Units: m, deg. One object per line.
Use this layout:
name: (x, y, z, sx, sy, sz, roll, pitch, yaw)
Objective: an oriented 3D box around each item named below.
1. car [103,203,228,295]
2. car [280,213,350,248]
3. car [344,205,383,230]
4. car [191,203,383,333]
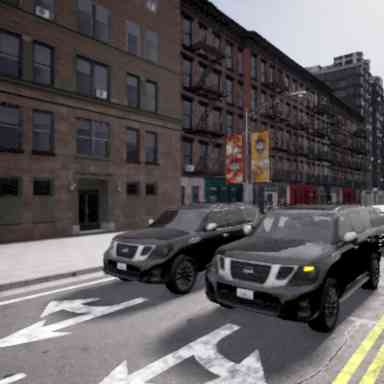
car: (0.182, 1.367, 9.665, 2.150, 2.045, 5.566, -1, -1, 40)
car: (6.471, 1.853, 17.156, 1.895, 1.301, 4.718, -1, -1, 40)
car: (13.250, 1.842, 25.218, 1.882, 1.535, 5.008, -1, -1, 40)
car: (2.636, 1.335, 7.533, 2.150, 2.045, 5.566, -1, -1, 40)
